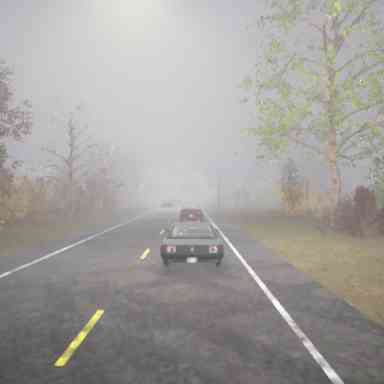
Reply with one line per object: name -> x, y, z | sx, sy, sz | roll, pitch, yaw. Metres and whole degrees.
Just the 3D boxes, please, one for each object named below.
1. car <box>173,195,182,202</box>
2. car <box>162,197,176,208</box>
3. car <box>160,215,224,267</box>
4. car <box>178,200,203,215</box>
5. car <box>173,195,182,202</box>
car -> -4.003, 1.770, 91.318 | 2.150, 2.045, 5.566 | 0, 0, 0
car -> -4.266, 2.048, 58.157 | 1.895, 1.301, 4.718 | 0, 0, -4
car -> 0.021, 1.698, 11.805 | 1.895, 1.301, 4.718 | 0, 0, 0
car -> -0.042, 1.711, 28.647 | 1.882, 1.535, 5.008 | 0, 0, 0
car -> -3.839, 1.952, 83.989 | 1.812, 1.442, 4.674 | 0, 0, -2
